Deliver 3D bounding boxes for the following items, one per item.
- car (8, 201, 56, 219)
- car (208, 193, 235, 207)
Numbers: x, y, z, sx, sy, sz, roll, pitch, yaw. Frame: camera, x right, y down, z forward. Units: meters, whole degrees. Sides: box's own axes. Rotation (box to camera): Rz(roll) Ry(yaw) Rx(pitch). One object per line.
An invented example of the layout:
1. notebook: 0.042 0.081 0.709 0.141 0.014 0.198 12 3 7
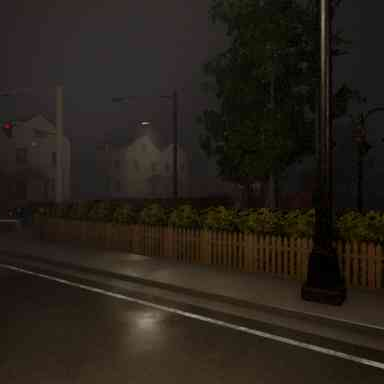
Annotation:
1. car: -13.672 1.526 29.430 1.812 1.442 4.674 0 0 35
2. car: 4.287 1.221 48.813 2.150 2.045 5.566 0 0 35
